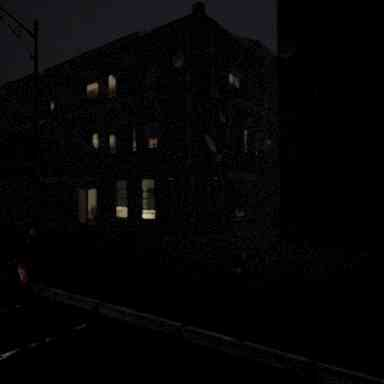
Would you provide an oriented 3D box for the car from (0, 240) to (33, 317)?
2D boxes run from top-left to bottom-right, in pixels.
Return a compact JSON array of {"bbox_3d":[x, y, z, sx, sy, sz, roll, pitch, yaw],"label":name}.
[{"bbox_3d":[-4.915,1.520,6.380,4.097,1.590,1.967,-1,0,35],"label":"car"}]
